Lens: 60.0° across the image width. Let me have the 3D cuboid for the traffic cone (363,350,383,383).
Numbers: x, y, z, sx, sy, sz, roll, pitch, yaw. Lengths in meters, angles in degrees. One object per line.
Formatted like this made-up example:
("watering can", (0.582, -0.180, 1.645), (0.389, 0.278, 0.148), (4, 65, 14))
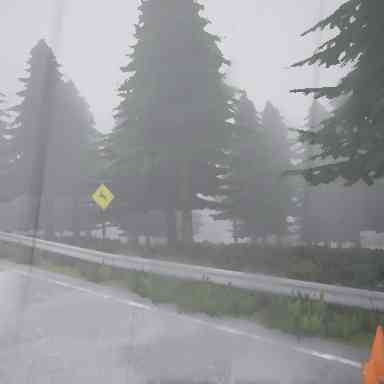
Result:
("traffic cone", (1.780, 1.956, 3.279), (0.340, 0.580, 0.340), (0, 0, 34))

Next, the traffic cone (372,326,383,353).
("traffic cone", (2.325, 1.956, 4.114), (0.340, 0.580, 0.340), (0, 0, 34))
